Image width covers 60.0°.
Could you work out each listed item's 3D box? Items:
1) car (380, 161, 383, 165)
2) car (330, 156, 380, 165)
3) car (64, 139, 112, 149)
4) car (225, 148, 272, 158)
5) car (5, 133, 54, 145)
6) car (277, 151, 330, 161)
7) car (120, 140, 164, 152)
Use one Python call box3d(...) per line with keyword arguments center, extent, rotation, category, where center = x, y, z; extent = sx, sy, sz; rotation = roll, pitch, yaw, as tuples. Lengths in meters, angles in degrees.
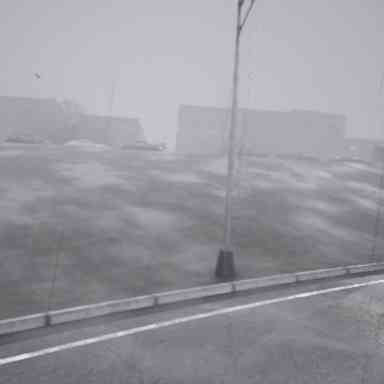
box3d(center=(22.399, -2.815, 35.958), extent=(5.008, 1.535, 2.097), rotation=(3, -2, -5), category="car")
box3d(center=(16.883, -3.102, 35.437), extent=(4.674, 1.452, 2.002), rotation=(3, -2, -4), category="car")
box3d(center=(-10.536, -4.560, 33.885), extent=(4.674, 1.452, 2.002), rotation=(3, -2, -3), category="car")
box3d(center=(5.856, -3.756, 34.742), extent=(4.892, 1.521, 2.231), rotation=(3, -2, -3), category="car")
box3d(center=(-16.189, -5.015, 33.594), extent=(4.553, 1.767, 2.185), rotation=(3, -2, -3), category="car")
box3d(center=(11.360, -3.460, 35.038), extent=(4.892, 1.521, 2.231), rotation=(3, -2, -3), category="car")
box3d(center=(-5.049, -4.444, 34.176), extent=(4.553, 1.767, 2.185), rotation=(3, -2, -3), category="car")
